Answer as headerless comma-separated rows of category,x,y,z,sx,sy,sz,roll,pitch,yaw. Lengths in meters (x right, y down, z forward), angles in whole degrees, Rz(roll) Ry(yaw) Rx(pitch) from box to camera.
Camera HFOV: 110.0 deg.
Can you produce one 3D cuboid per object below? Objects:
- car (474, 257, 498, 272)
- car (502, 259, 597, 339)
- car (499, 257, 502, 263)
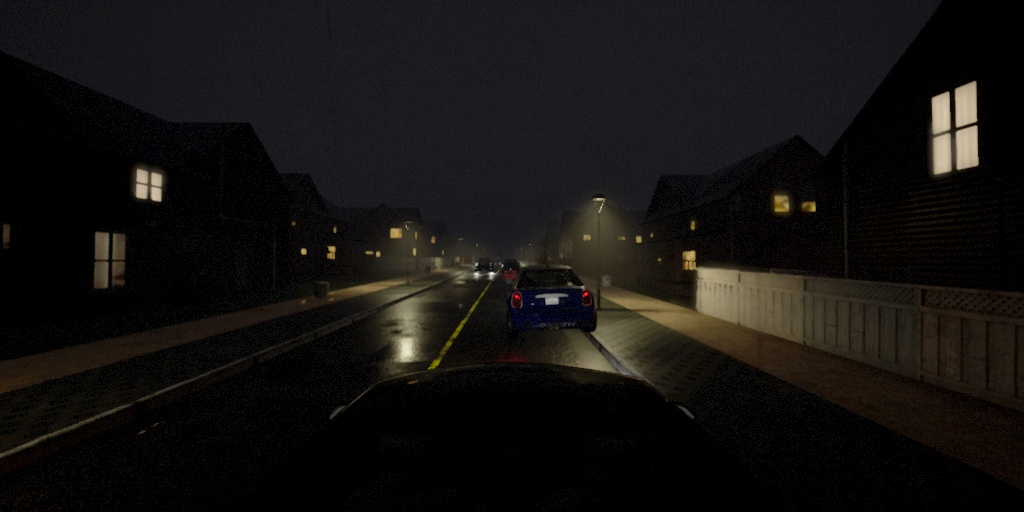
car,-3.079,0.903,40.886,2.097,1.767,4.553,0,0,0
car,0.882,1.023,10.126,2.097,1.767,4.553,-2,0,0
car,-0.145,1.066,38.856,1.837,1.490,4.892,0,0,0
